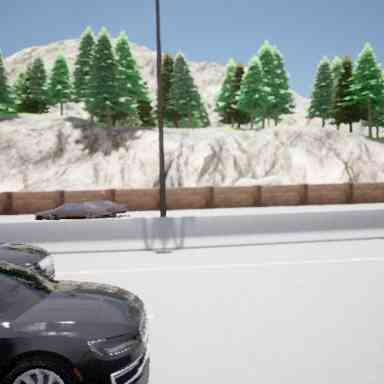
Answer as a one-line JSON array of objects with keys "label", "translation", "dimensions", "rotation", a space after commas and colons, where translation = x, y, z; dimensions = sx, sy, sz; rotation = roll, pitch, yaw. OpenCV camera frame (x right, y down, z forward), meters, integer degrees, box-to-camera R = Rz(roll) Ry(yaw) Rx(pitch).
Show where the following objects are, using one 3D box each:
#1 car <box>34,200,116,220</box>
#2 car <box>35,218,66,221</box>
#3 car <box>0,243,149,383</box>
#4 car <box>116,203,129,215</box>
[{"label": "car", "translation": [-8.693, 1.485, 24.670], "dimensions": [5.357, 1.411, 2.033], "rotation": [-2, 1, -4]}, {"label": "car", "translation": [-5.590, 1.560, 7.159], "dimensions": [4.902, 1.511, 2.128], "rotation": [-2, 1, -4]}, {"label": "car", "translation": [-2.964, 1.543, 3.847], "dimensions": [4.892, 1.490, 1.837], "rotation": [-2, 1, -4]}, {"label": "car", "translation": [-8.097, 1.426, 28.221], "dimensions": [5.357, 1.411, 2.033], "rotation": [-2, 1, -4]}]
